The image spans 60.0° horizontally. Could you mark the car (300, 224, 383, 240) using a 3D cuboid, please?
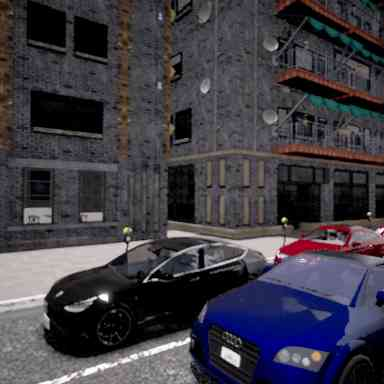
[{"bbox_3d":[4.186,1.622,9.570,4.206,1.307,1.802,0,0,-36],"label":"car"}]

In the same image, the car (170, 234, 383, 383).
[{"bbox_3d":[2.031,1.582,4.719,4.181,1.385,1.994,0,0,-36],"label":"car"}]

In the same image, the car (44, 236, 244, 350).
[{"bbox_3d":[-0.413,1.580,6.268,4.313,1.339,1.947,0,0,-36],"label":"car"}]
